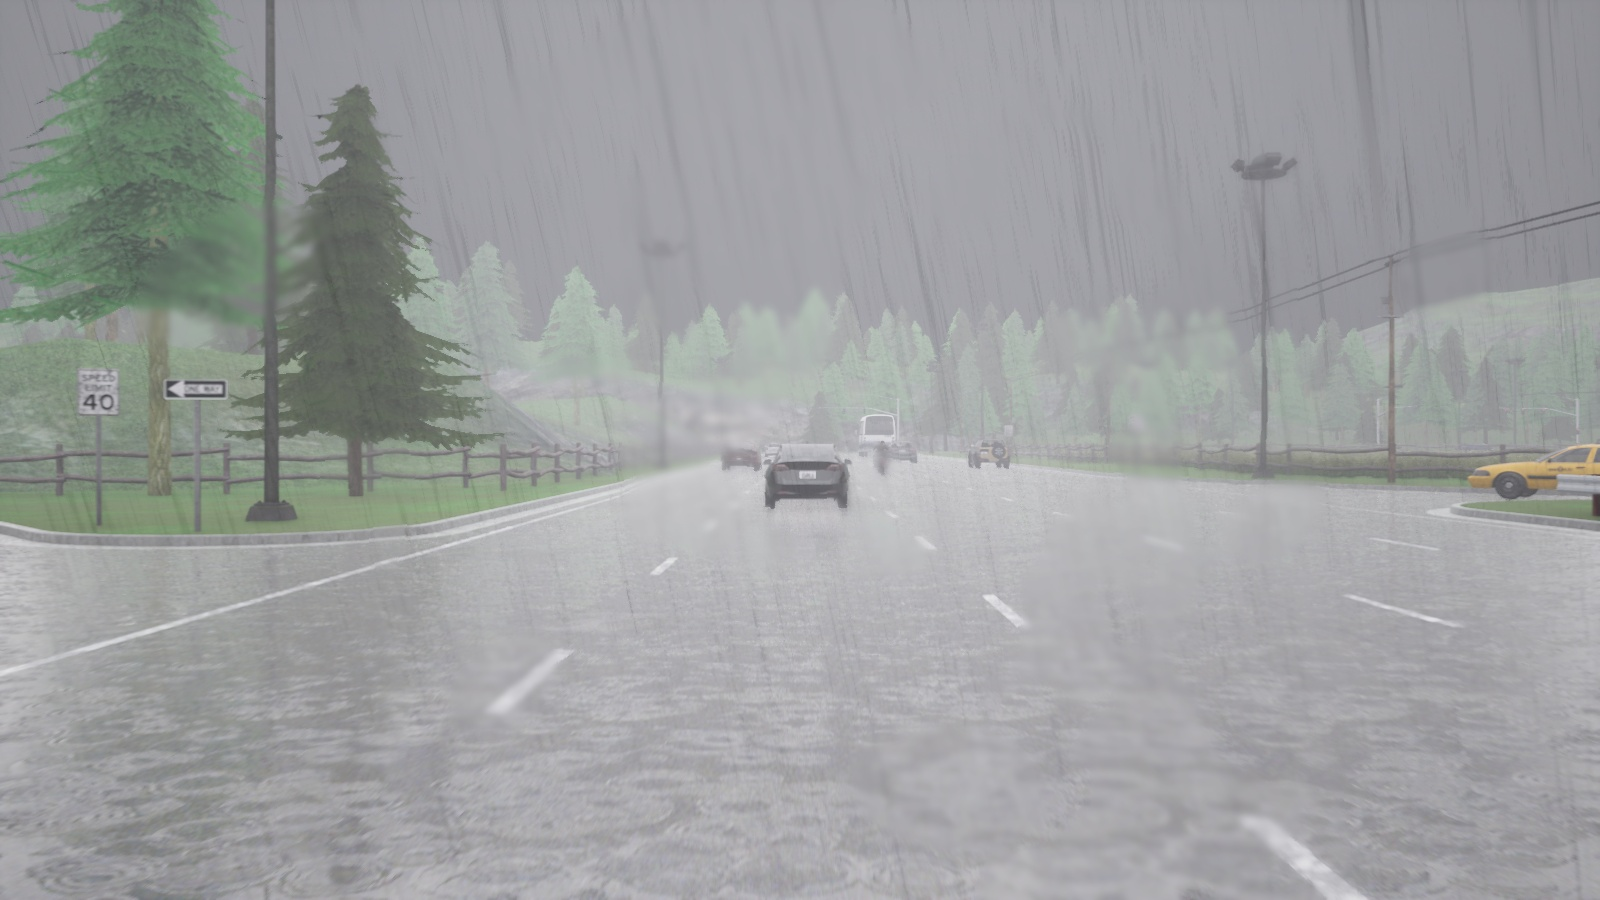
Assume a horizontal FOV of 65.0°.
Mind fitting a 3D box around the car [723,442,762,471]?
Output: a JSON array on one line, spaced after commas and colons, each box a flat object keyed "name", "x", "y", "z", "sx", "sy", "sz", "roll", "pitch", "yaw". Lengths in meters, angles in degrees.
[{"name": "car", "x": -3.098, "y": 0.335, "z": 68.645, "sx": 1.882, "sy": 1.535, "sz": 5.008, "roll": 0, "pitch": 0, "yaw": 0}]

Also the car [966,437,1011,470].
[{"name": "car", "x": 10.927, "y": 0.161, "z": 72.985, "sx": 1.932, "sy": 1.855, "sz": 4.605, "roll": 0, "pitch": 0, "yaw": 0}]

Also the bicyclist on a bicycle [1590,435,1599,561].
[{"name": "bicyclist on a bicycle", "x": 10.603, "y": 0.620, "z": 15.562, "sx": 0.582, "sy": 1.620, "sz": 1.656, "roll": 0, "pitch": 0, "yaw": 0}]

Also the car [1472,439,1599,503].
[{"name": "car", "x": 20.407, "y": 0.521, "z": 32.160, "sx": 5.366, "sy": 1.575, "sz": 1.801, "roll": 0, "pitch": 0, "yaw": 42}]

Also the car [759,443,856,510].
[{"name": "car", "x": 0.187, "y": 0.575, "z": 30.344, "sx": 2.163, "sy": 1.488, "sz": 4.792, "roll": 0, "pitch": 0, "yaw": 0}]

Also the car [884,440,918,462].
[{"name": "car", "x": 7.545, "y": 0.066, "z": 94.043, "sx": 2.242, "sy": 1.667, "sz": 4.611, "roll": 0, "pitch": 0, "yaw": 0}]
